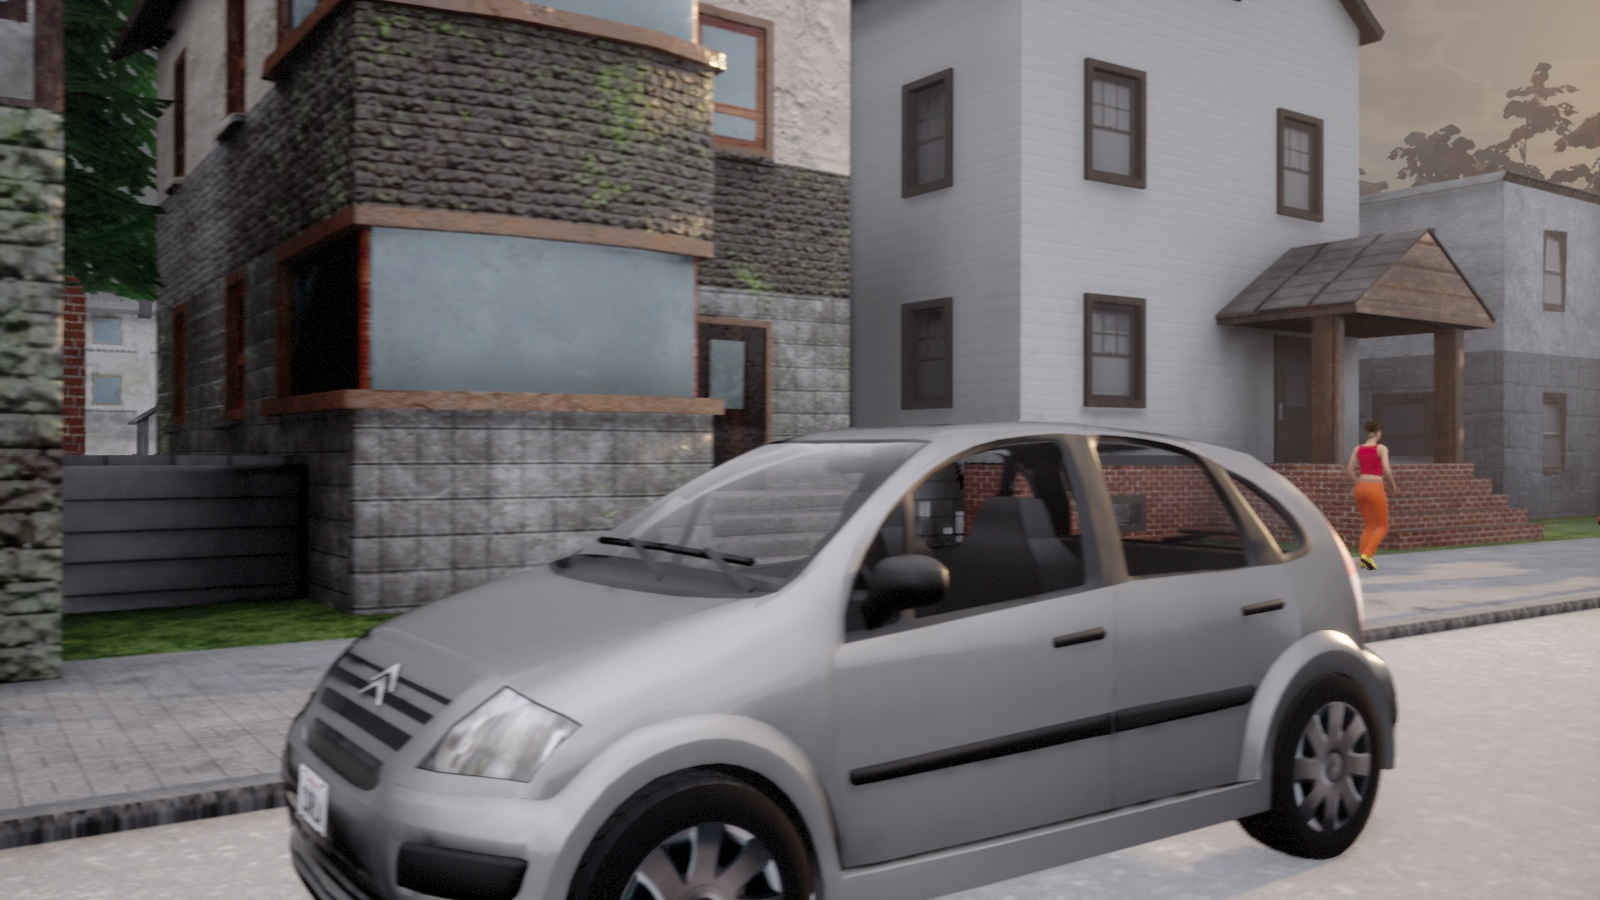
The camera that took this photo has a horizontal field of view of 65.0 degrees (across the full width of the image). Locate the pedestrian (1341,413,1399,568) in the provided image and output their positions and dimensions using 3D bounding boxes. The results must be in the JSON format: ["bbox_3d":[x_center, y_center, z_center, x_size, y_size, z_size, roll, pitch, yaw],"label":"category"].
[{"bbox_3d":[6.881,0.476,15.156,0.594,1.836,0.345,0,0,-29],"label":"pedestrian"}]

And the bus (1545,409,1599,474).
[{"bbox_3d":[54.262,-0.554,80.739,3.944,4.253,10.273,0,0,-34],"label":"bus"}]

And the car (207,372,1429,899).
[{"bbox_3d":[0.248,0.653,4.442,3.988,1.617,1.851,0,0,-35],"label":"car"}]
